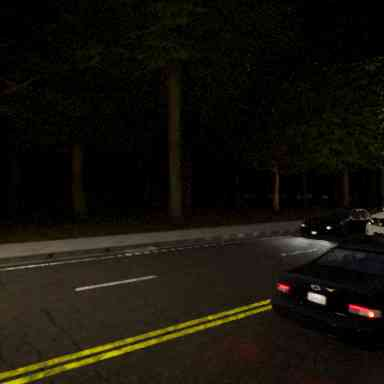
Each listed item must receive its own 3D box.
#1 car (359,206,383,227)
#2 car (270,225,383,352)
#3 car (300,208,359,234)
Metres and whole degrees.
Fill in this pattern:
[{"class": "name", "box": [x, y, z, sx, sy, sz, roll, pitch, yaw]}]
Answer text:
[{"class": "car", "box": [10.070, 1.219, 14.849, 5.566, 2.045, 2.150, 0, 0, -35]}, {"class": "car", "box": [3.801, 1.546, 6.146, 5.357, 1.411, 2.033, 0, 0, -35]}, {"class": "car", "box": [7.967, 1.546, 17.345, 5.357, 1.411, 2.033, 0, 0, -35]}]
